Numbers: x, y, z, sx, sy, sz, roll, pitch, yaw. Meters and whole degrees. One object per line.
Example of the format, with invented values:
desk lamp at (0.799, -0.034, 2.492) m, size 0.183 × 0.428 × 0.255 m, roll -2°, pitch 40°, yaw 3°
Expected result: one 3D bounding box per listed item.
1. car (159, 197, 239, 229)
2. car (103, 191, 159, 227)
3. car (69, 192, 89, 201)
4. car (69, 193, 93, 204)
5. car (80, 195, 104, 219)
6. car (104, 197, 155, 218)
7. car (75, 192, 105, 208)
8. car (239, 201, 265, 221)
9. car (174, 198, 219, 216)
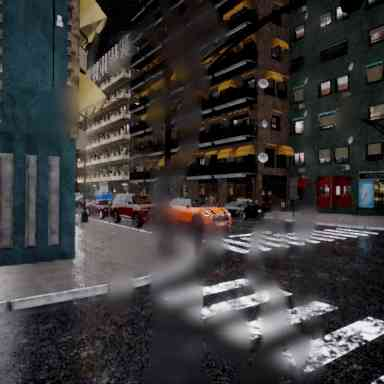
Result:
car at (0.277, 1.127, 19.885) m, size 2.097 × 1.767 × 4.553 m, roll 1°, pitch 0°, yaw -37°
car at (-3.235, 1.034, 20.302) m, size 2.192 × 1.841 × 5.009 m, roll 2°, pitch 0°, yaw -36°
car at (-19.293, 0.770, 56.770) m, size 1.887 × 1.381 × 4.507 m, roll 2°, pitch 0°, yaw -36°
car at (-15.932, 0.903, 47.693) m, size 1.994 × 1.385 × 4.181 m, roll 1°, pitch 1°, yaw -36°
car at (-6.507, 1.183, 24.814) m, size 1.887 × 1.381 × 4.507 m, roll 2°, pitch 0°, yaw -36°
car at (-5.321, 1.185, 27.576) m, size 2.033 × 1.411 × 5.357 m, roll 1°, pitch 0°, yaw -36°
car at (-11.202, 1.018, 35.712) m, size 1.812 × 1.442 × 4.674 m, roll 1°, pitch 1°, yaw -36°
car at (3.569, 1.354, 25.183) m, size 1.947 × 1.339 × 4.313 m, roll 2°, pitch 0°, yaw -36°
car at (0.303, 1.289, 29.696) m, size 1.802 × 1.307 × 4.206 m, roll 2°, pitch 0°, yaw -36°
